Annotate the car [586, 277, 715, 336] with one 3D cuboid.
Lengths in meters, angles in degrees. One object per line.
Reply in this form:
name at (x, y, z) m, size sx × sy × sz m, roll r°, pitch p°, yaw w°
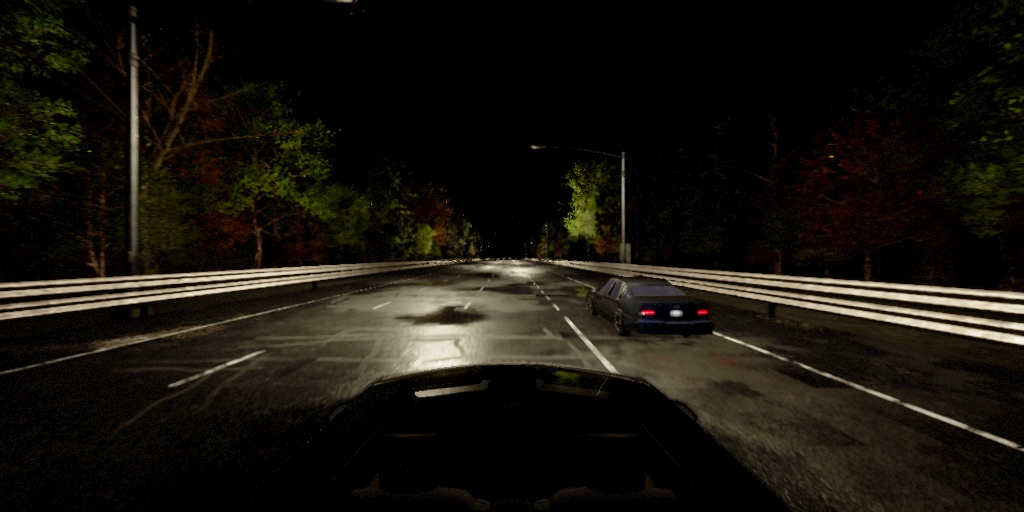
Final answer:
car at (3.532, 1.293, 10.273) m, size 2.033 × 1.411 × 5.357 m, roll 0°, pitch 0°, yaw -1°
